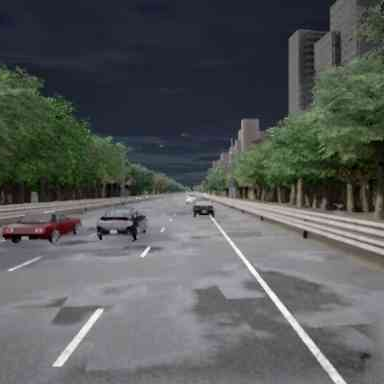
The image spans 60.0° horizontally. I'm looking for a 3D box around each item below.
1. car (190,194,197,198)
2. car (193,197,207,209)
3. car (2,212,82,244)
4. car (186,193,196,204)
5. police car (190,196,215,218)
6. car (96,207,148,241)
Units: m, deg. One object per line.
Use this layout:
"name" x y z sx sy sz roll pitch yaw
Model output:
"car" 1.054 1.403 40.941 2.097 1.767 4.553 0 0 0
"car" 1.056 1.538 46.971 1.882 1.535 5.008 0 0 0
"car" -6.898 1.622 15.963 1.895 1.301 4.718 0 0 0
"car" 0.008 1.309 65.931 2.150 2.045 5.566 0 0 0
"police car" 1.054 1.464 31.081 1.930 1.638 5.238 0 0 0
"car" -3.399 1.514 16.829 2.128 1.511 4.902 0 0 0
